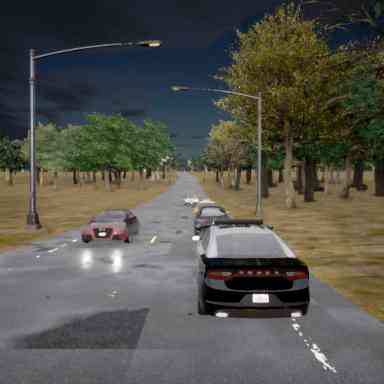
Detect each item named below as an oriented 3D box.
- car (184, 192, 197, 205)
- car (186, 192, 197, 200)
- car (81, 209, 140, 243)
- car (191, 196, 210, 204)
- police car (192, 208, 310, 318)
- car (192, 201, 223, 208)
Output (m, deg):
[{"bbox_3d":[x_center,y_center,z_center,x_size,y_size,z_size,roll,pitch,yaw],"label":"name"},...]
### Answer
[{"bbox_3d":[-0.040,1.097,45.132,1.895,1.301,4.718,0,1,0],"label":"car"},{"bbox_3d":[-0.080,0.684,58.234,1.895,1.301,4.718,0,2,0],"label":"car"},{"bbox_3d":[-3.618,1.497,15.457,1.994,1.385,4.181,0,1,0],"label":"car"},{"bbox_3d":[1.020,1.306,23.732,1.801,1.575,5.366,0,1,0],"label":"car"},{"bbox_3d":[1.043,1.408,7.654,1.930,1.638,5.238,0,0,0],"label":"police car"},{"bbox_3d":[1.029,1.440,17.544,1.812,1.442,4.674,0,1,0],"label":"car"}]
